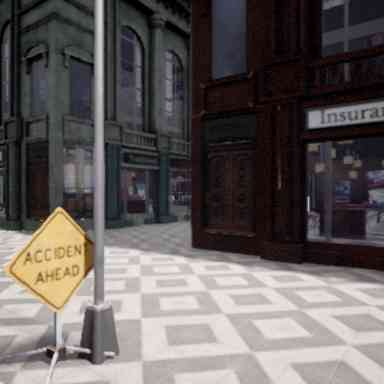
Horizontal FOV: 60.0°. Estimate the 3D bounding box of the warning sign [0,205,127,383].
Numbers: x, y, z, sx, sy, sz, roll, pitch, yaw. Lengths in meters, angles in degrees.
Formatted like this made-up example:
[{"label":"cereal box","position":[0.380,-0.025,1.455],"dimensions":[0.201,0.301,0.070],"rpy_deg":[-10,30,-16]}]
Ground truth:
[{"label":"warning sign","position":[-1.650,1.115,4.089],"dimensions":[1.060,1.860,1.300],"rpy_deg":[0,0,36]}]
